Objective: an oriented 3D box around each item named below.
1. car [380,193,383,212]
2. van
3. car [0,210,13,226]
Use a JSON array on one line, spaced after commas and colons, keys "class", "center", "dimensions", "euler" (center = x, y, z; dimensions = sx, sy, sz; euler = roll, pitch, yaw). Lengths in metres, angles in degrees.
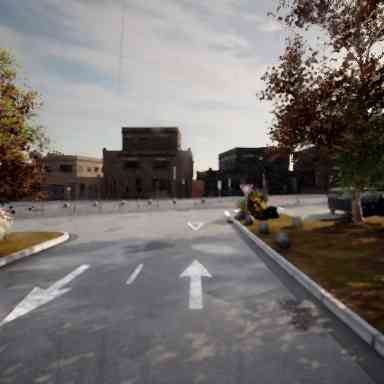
[{"class": "car", "center": [14.039, 0.796, 23.779], "dimensions": [2.163, 1.488, 4.792], "euler": [-3, 1, 2]}, {"class": "van", "center": [11.262, 0.673, 24.006], "dimensions": [1.878, 1.987, 4.442], "euler": [-3, 1, 2]}, {"class": "car", "center": [-12.886, 1.345, 19.050], "dimensions": [4.553, 1.767, 2.097], "euler": [-1, 2, -21]}]
